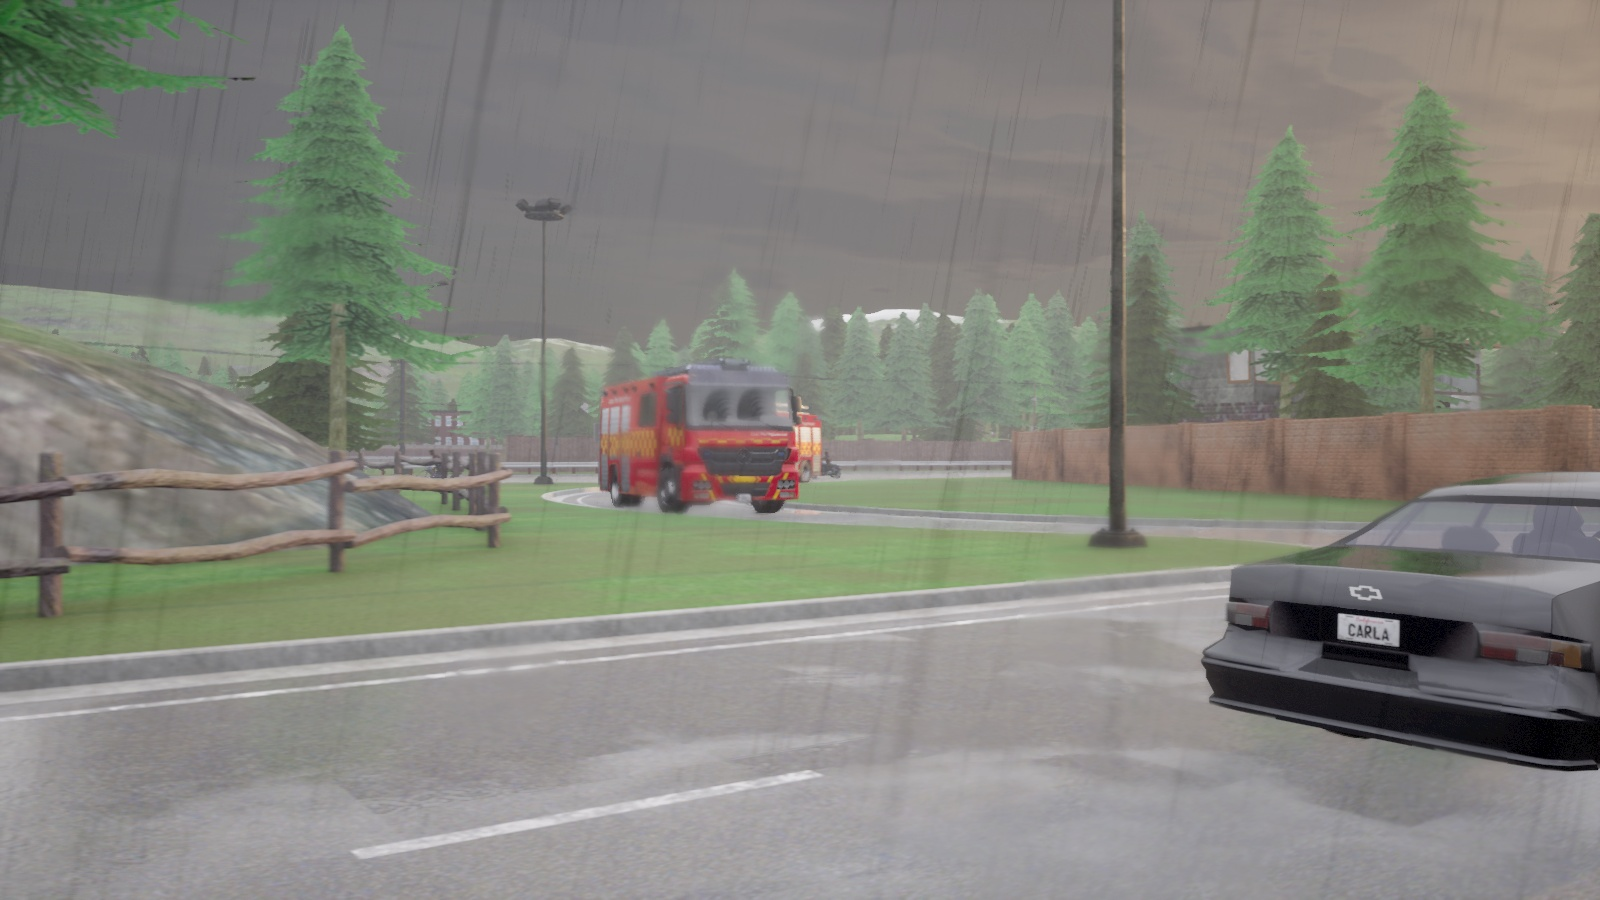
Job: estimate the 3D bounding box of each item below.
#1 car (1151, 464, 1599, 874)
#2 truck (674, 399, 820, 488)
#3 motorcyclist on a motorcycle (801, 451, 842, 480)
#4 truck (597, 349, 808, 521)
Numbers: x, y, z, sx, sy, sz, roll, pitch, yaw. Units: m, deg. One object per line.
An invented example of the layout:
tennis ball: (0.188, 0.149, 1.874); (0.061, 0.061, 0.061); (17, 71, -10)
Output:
car: (4.480, 0.799, 6.777); (5.357, 1.411, 2.033); (0, 0, -35)
truck: (-2.310, -0.271, 58.902); (2.891, 3.827, 8.468); (0, 0, 28)
motorcyclist on a motorcycle: (1.243, 0.870, 72.384); (2.350, 1.649, 0.766); (0, 0, -35)
truck: (-2.795, -0.335, 32.439); (2.891, 3.827, 8.468); (0, 0, -23)
